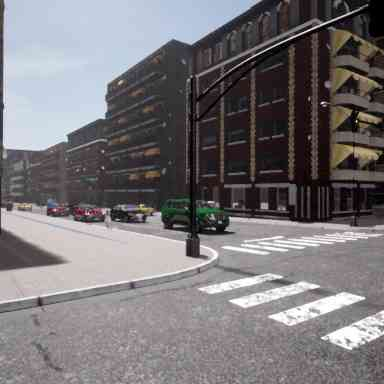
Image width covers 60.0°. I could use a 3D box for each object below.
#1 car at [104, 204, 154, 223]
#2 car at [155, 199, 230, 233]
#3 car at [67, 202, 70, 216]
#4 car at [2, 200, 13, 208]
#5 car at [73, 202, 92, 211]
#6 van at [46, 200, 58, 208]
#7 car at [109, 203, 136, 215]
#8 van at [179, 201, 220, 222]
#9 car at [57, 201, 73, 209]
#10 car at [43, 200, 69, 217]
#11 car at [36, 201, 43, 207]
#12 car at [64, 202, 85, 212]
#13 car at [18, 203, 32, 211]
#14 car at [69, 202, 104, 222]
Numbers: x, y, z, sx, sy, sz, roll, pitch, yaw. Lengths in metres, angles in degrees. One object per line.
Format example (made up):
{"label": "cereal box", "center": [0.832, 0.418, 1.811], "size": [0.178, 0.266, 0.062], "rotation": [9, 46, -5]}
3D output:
{"label": "car", "center": [-5.823, 1.924, 30.070], "size": [2.128, 1.511, 4.902], "rotation": [0, -1, -36]}
{"label": "car", "center": [0.042, 1.490, 21.923], "size": [2.150, 2.045, 5.566], "rotation": [0, -1, -36]}
{"label": "car", "center": [-13.359, 2.209, 40.562], "size": [1.994, 1.385, 4.181], "rotation": [0, -1, -36]}
{"label": "car", "center": [-42.507, 2.719, 76.606], "size": [2.192, 1.841, 5.009], "rotation": [-1, 0, -36]}
{"label": "car", "center": [-19.370, 2.496, 58.709], "size": [1.752, 1.417, 4.829], "rotation": [-1, 0, -36]}
{"label": "van", "center": [-32.463, 2.684, 76.886], "size": [1.690, 1.788, 3.998], "rotation": [-1, 0, -36]}
{"label": "car", "center": [-9.378, 2.253, 44.835], "size": [1.947, 1.339, 4.313], "rotation": [-1, 0, -36]}
{"label": "van", "center": [0.646, 1.751, 31.200], "size": [1.690, 1.788, 3.998], "rotation": [-1, 0, -36]}
{"label": "car", "center": [-25.866, 2.595, 67.728], "size": [1.967, 1.590, 4.097], "rotation": [-1, 0, -36]}
{"label": "car", "center": [-16.128, 2.094, 39.978], "size": [1.967, 1.590, 4.097], "rotation": [-1, 0, -36]}
{"label": "car", "center": [-39.051, 3.097, 86.040], "size": [1.947, 1.339, 4.313], "rotation": [-1, 0, -36]}
{"label": "car", "center": [-19.127, 2.372, 54.018], "size": [1.882, 1.535, 5.008], "rotation": [0, -1, -36]}
{"label": "car", "center": [-29.215, 2.551, 58.153], "size": [1.752, 1.417, 4.829], "rotation": [-1, 0, -36]}
{"label": "car", "center": [-9.534, 1.908, 30.821], "size": [1.967, 1.590, 4.097], "rotation": [-1, 0, -36]}
